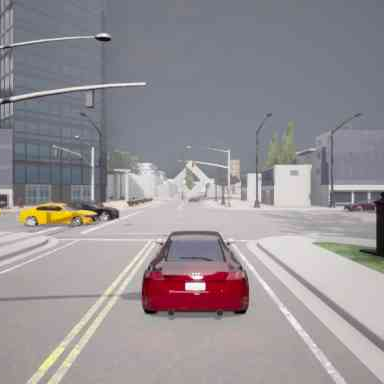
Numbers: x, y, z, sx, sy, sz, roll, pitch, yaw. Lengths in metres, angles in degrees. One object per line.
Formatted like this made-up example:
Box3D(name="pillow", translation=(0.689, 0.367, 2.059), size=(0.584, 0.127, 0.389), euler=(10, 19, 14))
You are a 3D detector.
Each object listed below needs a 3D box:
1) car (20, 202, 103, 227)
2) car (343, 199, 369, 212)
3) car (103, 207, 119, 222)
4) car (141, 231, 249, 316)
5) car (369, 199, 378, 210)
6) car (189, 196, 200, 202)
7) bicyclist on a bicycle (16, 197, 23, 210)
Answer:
Box3D(name="car", translation=(-8.916, 1.521, 22.417), size=(5.008, 1.535, 1.882), euler=(0, 0, 5))
Box3D(name="car", translation=(19.846, 1.502, 37.070), size=(5.357, 1.411, 2.033), euler=(0, 0, -1))
Box3D(name="car", translation=(-8.253, 1.520, 26.135), size=(5.008, 1.535, 1.882), euler=(0, 0, 0))
Box3D(name="car", translation=(0.070, 1.564, 7.623), size=(1.994, 1.385, 4.181), euler=(0, 0, 0))
Box3D(name="car", translation=(21.522, 1.167, 33.567), size=(5.566, 2.045, 2.150), euler=(0, 0, 0))
Box3D(name="car", translation=(0.688, 1.595, 76.964), size=(1.895, 1.301, 4.718), euler=(0, 0, 12))
Box3D(name="bicyclist on a bicycle", translation=(-22.002, 1.466, 42.502), size=(0.582, 1.620, 1.656), euler=(-1, 0, 0))
